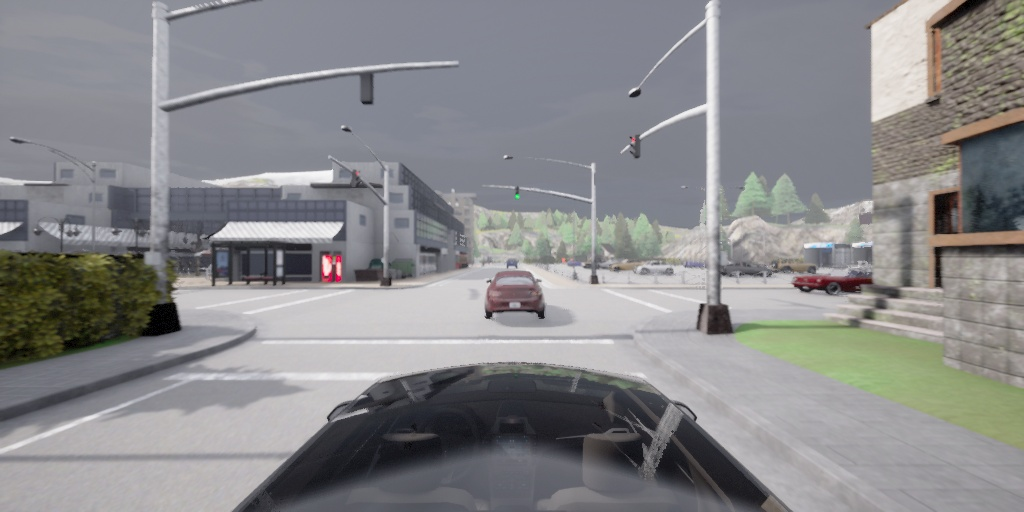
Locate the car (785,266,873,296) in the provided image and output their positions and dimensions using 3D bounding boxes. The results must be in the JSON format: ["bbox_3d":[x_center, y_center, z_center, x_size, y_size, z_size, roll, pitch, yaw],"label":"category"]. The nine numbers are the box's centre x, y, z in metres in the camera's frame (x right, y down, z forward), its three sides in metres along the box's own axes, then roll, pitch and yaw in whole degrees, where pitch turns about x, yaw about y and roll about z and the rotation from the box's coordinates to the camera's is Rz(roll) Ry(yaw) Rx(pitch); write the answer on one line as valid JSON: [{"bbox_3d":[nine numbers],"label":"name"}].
[{"bbox_3d":[17.019,1.284,18.120,4.718,1.301,1.895,0,0,0],"label":"car"}]

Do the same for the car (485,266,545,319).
[{"bbox_3d":[0.083,1.238,12.432,1.812,1.442,4.674,-1,0,0],"label":"car"}]
